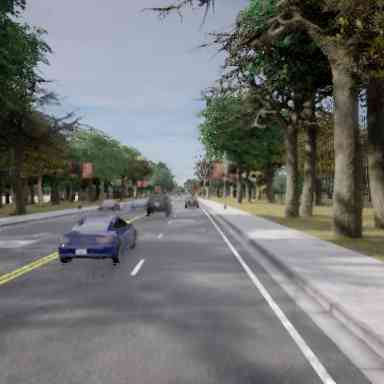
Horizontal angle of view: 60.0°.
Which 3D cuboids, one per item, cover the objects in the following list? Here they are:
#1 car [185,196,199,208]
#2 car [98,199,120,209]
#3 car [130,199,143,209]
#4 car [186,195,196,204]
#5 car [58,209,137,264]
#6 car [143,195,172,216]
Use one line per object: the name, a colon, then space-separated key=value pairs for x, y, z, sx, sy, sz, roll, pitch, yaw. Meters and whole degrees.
car: x=-0.036 y=1.508 z=52.431 sx=2.097 sy=1.767 sz=4.553 roll=0 pitch=0 yaw=0
car: x=-9.903 y=1.624 z=40.177 sx=1.812 sy=1.442 sz=4.674 roll=0 pitch=0 yaw=0
car: x=-6.660 y=1.635 z=42.648 sx=1.812 sy=1.442 sz=4.674 roll=0 pitch=0 yaw=0
car: x=-0.305 y=1.616 z=71.629 sx=2.097 sy=1.767 sz=4.553 roll=0 pitch=0 yaw=-1
car: x=-3.153 y=1.542 z=11.769 sx=1.812 sy=1.442 sz=4.674 roll=0 pitch=0 yaw=0
car: x=-3.196 y=1.292 z=33.017 sx=2.150 sy=2.045 sz=5.566 roll=0 pitch=0 yaw=-1
